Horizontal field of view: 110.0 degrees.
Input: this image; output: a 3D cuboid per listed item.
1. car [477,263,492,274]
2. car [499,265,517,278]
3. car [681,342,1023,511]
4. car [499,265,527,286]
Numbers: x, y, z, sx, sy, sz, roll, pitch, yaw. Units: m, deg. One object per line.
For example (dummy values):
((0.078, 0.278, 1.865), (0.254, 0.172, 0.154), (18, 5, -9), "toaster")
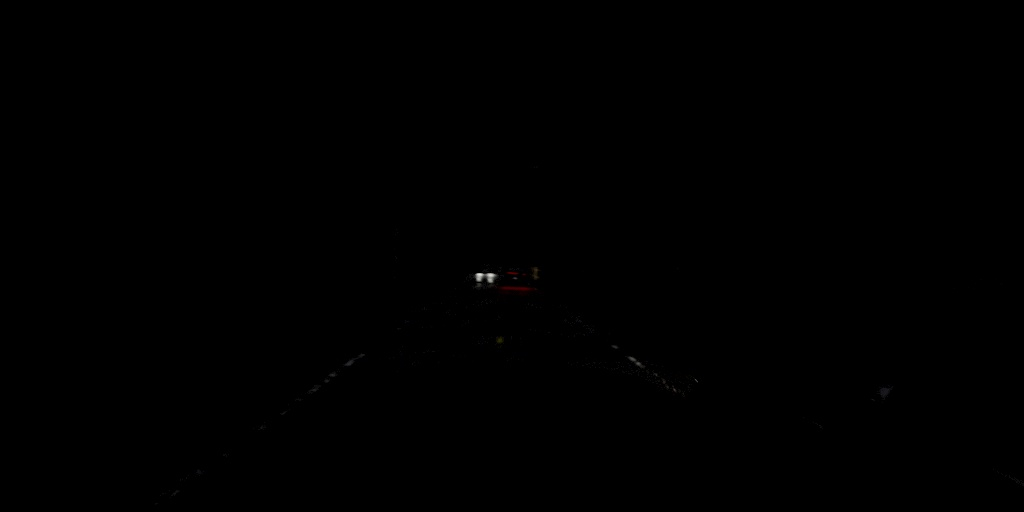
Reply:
((-3.671, 1.687, 48.900), (1.812, 1.442, 4.674), (2, -1, -3), "car")
((-0.510, 1.769, 41.761), (1.994, 1.385, 4.181), (2, -1, -2), "car")
((2.502, 1.059, 0.532), (2.150, 2.045, 5.566), (2, -1, -3), "car")
((0.128, 1.566, 29.732), (1.882, 1.535, 5.008), (2, -1, -3), "car")
